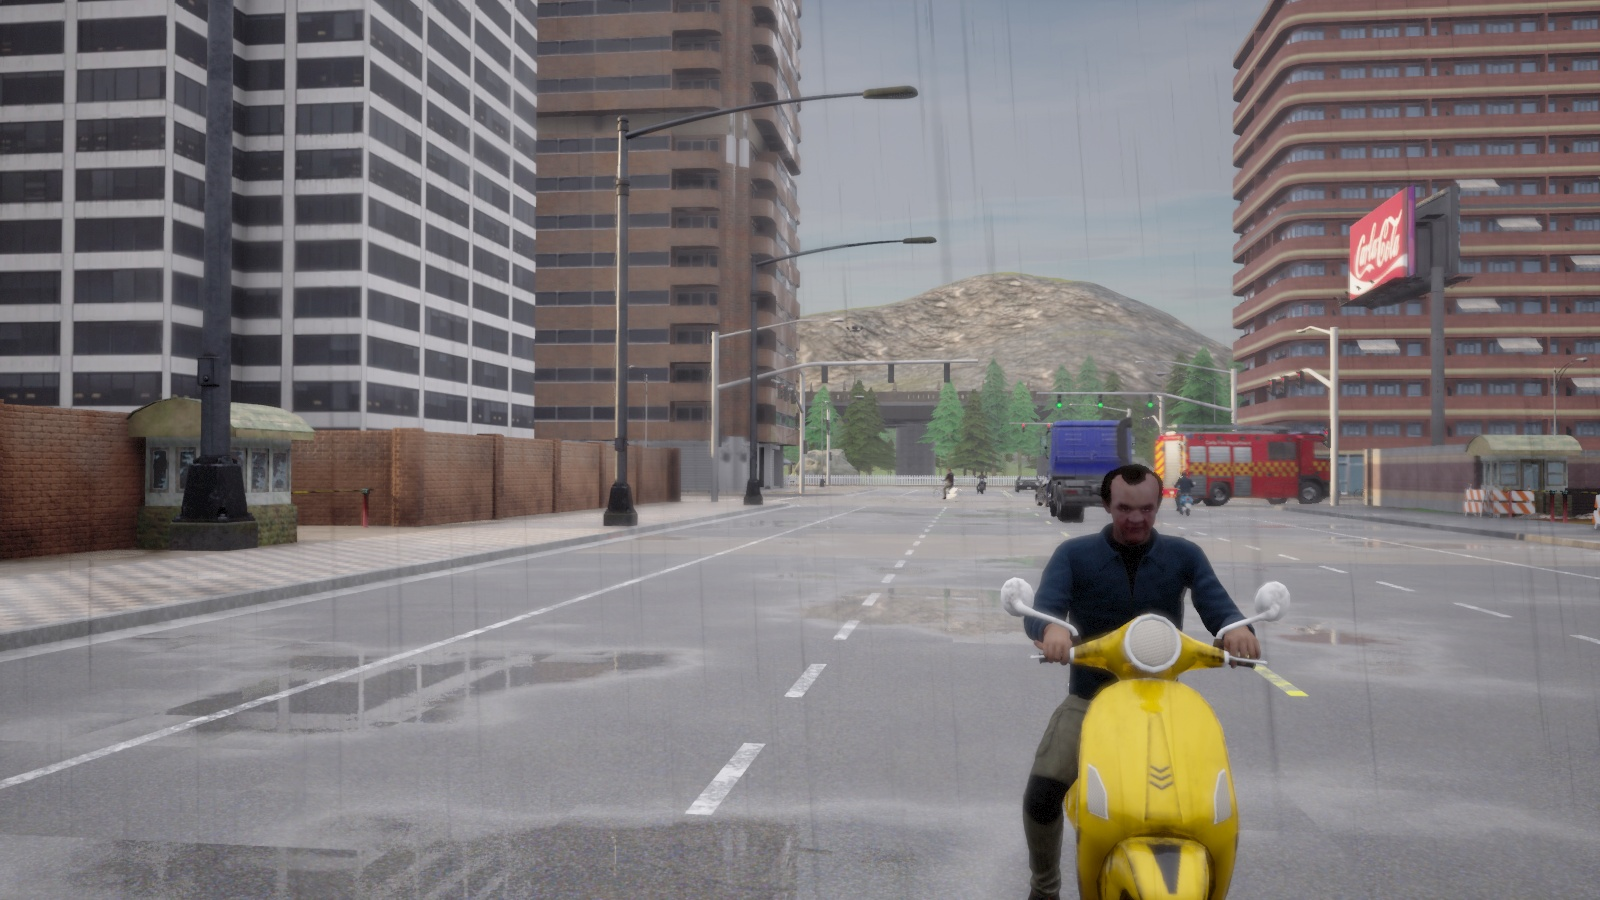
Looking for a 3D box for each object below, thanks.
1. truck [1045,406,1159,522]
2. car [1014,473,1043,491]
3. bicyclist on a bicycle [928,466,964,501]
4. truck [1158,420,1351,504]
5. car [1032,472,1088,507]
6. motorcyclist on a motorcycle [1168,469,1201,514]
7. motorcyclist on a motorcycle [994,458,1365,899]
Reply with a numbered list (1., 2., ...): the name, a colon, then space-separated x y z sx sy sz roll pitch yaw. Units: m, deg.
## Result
1. truck: 9.872 0.494 41.854 2.891 3.462 7.936 0 -1 8
2. car: 17.337 2.444 95.418 1.895 1.301 4.718 0 -1 8
3. bicyclist on a bicycle: 7.584 1.749 65.350 0.659 1.776 1.843 -1 0 -42
4. truck: 21.618 0.565 59.824 8.468 3.827 2.891 0 -1 -15
5. car: 11.551 1.720 55.962 1.845 1.501 3.633 0 -1 2
6. motorcyclist on a motorcycle: 13.914 1.474 45.458 0.866 1.590 1.817 0 -1 8
7. motorcyclist on a motorcycle: 1.080 0.831 4.042 0.866 1.590 1.817 0 -1 8
